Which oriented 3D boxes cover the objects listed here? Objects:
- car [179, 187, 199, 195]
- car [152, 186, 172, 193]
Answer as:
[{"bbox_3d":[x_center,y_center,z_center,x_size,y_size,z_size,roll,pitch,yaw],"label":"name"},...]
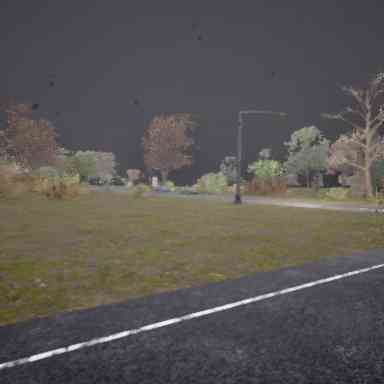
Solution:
[{"bbox_3d":[-0.630,-0.201,60.197,1.994,1.385,4.181,0,2,-36],"label":"car"},{"bbox_3d":[-6.217,-0.532,67.993,2.033,1.411,5.357,0,2,-36],"label":"car"}]
